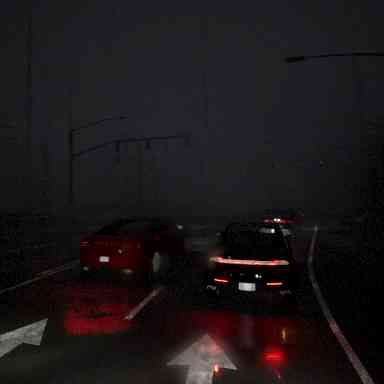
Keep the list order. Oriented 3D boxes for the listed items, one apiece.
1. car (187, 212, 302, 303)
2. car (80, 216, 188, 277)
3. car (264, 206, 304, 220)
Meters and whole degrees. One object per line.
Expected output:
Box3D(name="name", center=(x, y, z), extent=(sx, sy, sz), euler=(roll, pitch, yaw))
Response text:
Box3D(name="car", center=(1.548, 1.492, 8.347), extent=(2.128, 1.511, 4.902), euler=(0, 0, 13))
Box3D(name="car", center=(-1.464, 1.478, 10.471), extent=(1.882, 1.535, 5.008), euler=(0, 0, 16))
Box3D(name="car", center=(4.617, 1.505, 17.228), extent=(1.837, 1.490, 4.892), euler=(0, 0, 21))
